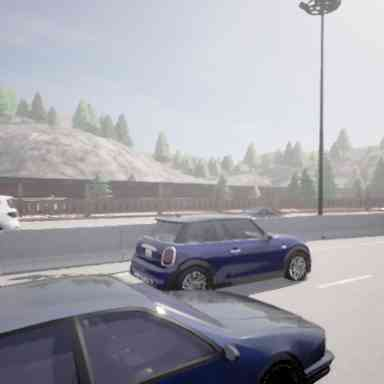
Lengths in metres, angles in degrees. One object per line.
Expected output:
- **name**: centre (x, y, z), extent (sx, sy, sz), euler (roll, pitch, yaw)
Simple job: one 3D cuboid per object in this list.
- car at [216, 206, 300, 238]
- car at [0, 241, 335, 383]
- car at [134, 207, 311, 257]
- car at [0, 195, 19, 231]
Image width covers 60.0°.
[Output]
- **car**: centre (3.587, 1.525, 18.038), extent (4.181, 1.385, 1.994), euler (0, 0, -27)
- **car**: centre (-1.044, 1.534, 2.928), extent (5.357, 1.411, 2.033), euler (0, 0, -34)
- **car**: centre (0.868, 1.327, 8.260), extent (4.553, 1.767, 2.097), euler (0, 0, -32)
- **car**: centre (-10.262, 1.153, 13.747), extent (5.566, 2.045, 2.150), euler (0, 0, -35)
